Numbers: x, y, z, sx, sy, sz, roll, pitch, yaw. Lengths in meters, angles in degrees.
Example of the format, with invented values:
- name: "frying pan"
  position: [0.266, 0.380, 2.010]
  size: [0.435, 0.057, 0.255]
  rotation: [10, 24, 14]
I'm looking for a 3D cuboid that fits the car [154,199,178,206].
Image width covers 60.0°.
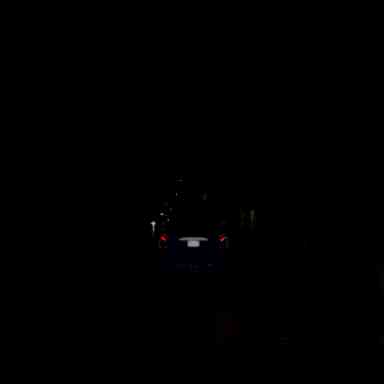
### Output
- name: "car"
  position: [-2.597, 1.607, 31.119]
  size: [1.895, 1.301, 4.718]
  rotation: [0, 0, 1]

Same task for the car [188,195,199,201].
- name: "car"
  position: [0.257, 1.417, 68.604]
  size: [2.097, 1.767, 4.553]
  rotation: [0, 0, 0]

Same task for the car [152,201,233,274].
- name: "car"
  position: [0.050, 1.352, 10.676]
  size: [2.097, 1.767, 4.553]
  rotation: [0, 0, 0]

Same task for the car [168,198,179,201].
- name: "car"
  position: [-2.547, 1.530, 43.985]
  size: [1.837, 1.490, 4.892]
  rotation: [0, 0, 0]
